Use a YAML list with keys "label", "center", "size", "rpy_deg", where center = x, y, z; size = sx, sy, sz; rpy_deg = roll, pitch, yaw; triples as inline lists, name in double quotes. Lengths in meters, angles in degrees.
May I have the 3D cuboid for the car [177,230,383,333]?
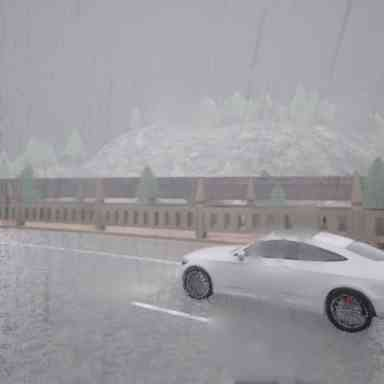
- label: "car"
  center: [1.886, 1.502, 6.681]
  size: [4.674, 1.442, 1.812]
  rpy_deg: [0, 0, 34]
